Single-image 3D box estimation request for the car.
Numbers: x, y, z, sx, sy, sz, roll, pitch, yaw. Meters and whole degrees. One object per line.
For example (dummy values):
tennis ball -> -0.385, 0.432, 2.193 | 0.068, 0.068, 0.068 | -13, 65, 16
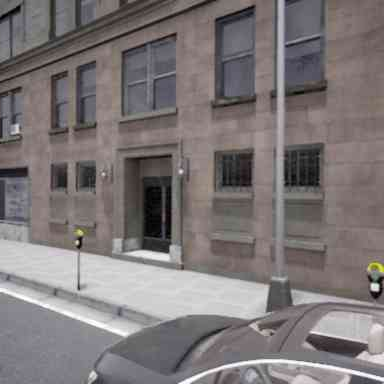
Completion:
car -> 1.041, 1.549, 2.336 | 4.403, 1.369, 2.008 | 0, 0, 35
